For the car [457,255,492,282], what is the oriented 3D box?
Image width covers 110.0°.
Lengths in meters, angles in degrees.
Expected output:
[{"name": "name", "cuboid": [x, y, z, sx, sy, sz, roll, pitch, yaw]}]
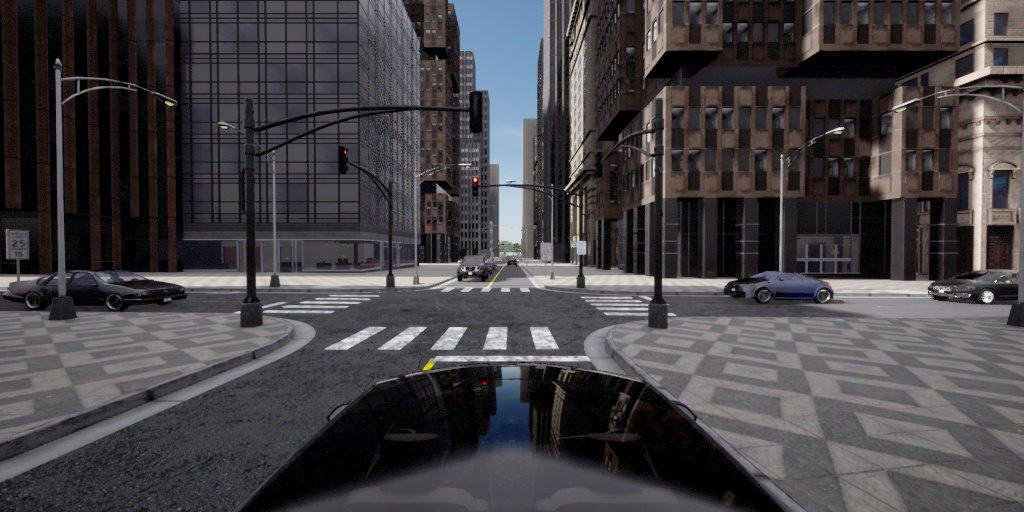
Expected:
[{"name": "car", "cuboid": [-3.117, 0.955, 29.549, 2.150, 2.045, 5.566, 0, 0, 0]}]

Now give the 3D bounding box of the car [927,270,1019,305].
[{"name": "car", "cuboid": [22.306, 1.404, 16.609, 4.892, 1.490, 1.837, 0, 1, 0]}]

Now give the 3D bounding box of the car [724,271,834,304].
[{"name": "car", "cuboid": [12.225, 1.388, 16.585, 4.181, 1.385, 1.994, 0, 1, 0]}]

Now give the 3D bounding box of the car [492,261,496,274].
[{"name": "car", "cuboid": [-3.116, 1.287, 39.575, 1.994, 1.385, 4.181, 0, 0, 0]}]

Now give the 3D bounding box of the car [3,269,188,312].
[{"name": "car", "cuboid": [-15.374, 1.202, 13.354, 5.357, 1.411, 2.033, 1, 1, 2]}]
